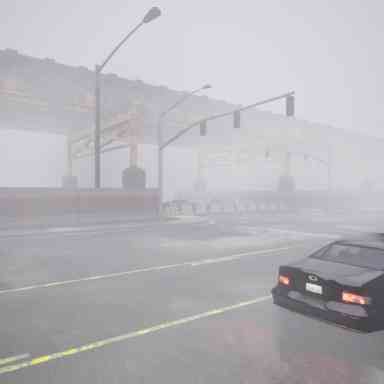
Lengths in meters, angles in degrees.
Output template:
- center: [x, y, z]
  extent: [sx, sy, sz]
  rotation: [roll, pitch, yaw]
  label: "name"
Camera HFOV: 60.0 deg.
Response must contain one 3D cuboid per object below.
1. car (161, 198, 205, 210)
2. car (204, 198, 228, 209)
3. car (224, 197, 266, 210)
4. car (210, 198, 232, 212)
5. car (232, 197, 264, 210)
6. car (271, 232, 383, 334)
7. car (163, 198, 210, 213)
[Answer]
- center: [-0.900, 1.295, 35.980]
  extent: [4.536, 1.218, 1.853]
  rotation: [0, 0, 7]
  label: "car"
- center: [2.885, 1.295, 38.746]
  extent: [1.853, 1.218, 4.536]
  rotation: [0, 0, 17]
  label: "car"
- center: [6.742, 1.453, 42.495]
  extent: [4.974, 1.542, 2.038]
  rotation: [0, 0, -8]
  label: "car"
- center: [2.869, 1.453, 38.696]
  extent: [2.038, 1.542, 4.974]
  rotation: [0, 0, 17]
  label: "car"
- center: [6.690, 1.295, 42.488]
  extent: [4.536, 1.218, 1.853]
  rotation: [0, 0, -8]
  label: "car"
- center: [3.937, 1.547, 6.660]
  extent: [5.357, 1.411, 2.033]
  rotation: [0, 0, -36]
  label: "car"
- center: [-0.848, 1.453, 35.974]
  extent: [4.974, 1.542, 2.038]
  rotation: [0, 0, 7]
  label: "car"
